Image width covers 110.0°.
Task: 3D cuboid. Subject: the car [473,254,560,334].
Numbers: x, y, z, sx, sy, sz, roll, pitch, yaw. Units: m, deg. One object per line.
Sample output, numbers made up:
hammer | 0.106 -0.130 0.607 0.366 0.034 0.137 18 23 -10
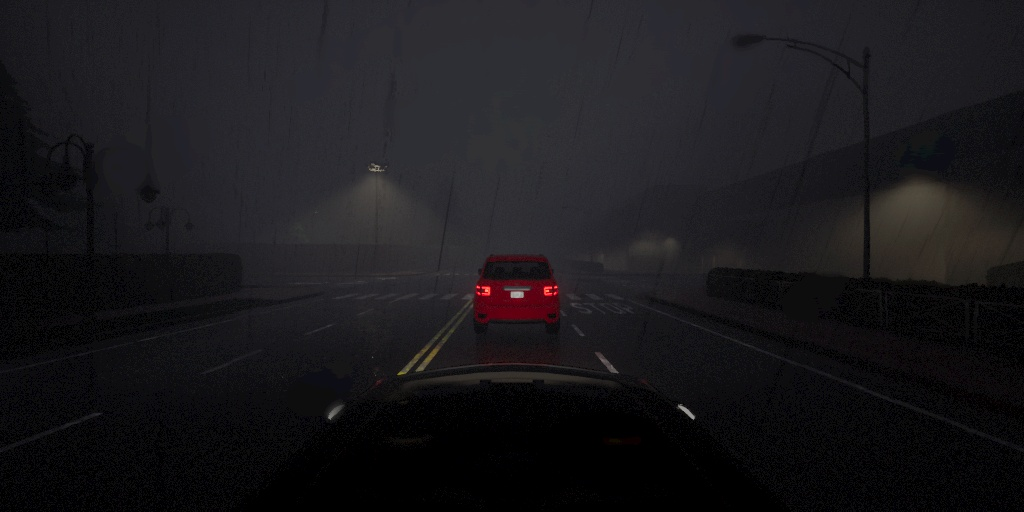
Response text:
car | 0.123 0.971 10.806 2.150 2.045 5.566 0 0 0

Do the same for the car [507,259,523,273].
car | 0.363 1.228 45.646 1.882 1.535 5.008 0 0 1
